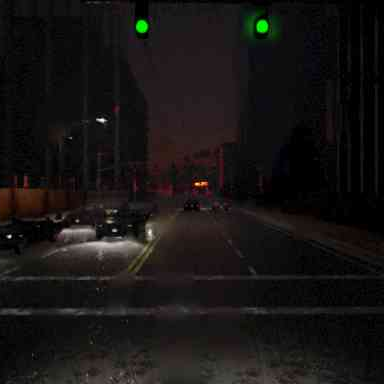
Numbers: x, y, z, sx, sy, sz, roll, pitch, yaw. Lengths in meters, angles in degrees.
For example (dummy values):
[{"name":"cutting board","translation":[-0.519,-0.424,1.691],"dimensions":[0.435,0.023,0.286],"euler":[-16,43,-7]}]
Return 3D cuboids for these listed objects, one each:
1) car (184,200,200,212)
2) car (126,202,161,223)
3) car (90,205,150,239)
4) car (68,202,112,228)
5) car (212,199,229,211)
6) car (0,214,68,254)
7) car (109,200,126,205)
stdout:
[{"name":"car","translation":[0.007,1.592,39.133],"dimensions":[2.033,1.411,5.357],"euler":[0,0,0]},{"name":"car","translation":[-3.579,1.588,26.640],"dimensions":[2.033,1.411,5.357],"euler":[0,0,0]},{"name":"car","translation":[-3.595,1.600,17.400],"dimensions":[1.994,1.385,4.181],"euler":[0,0,0]},{"name":"car","translation":[-7.089,1.605,22.568],"dimensions":[1.994,1.385,4.181],"euler":[0,0,0]},{"name":"car","translation":[3.530,1.570,41.979],"dimensions":[1.812,1.442,4.674],"euler":[0,0,1]},{"name":"car","translation":[-7.097,1.638,13.771],"dimensions":[1.895,1.301,4.718],"euler":[0,0,0]},{"name":"car","translation":[-7.062,1.537,31.172],"dimensions":[2.128,1.511,4.902],"euler":[0,0,0]}]
